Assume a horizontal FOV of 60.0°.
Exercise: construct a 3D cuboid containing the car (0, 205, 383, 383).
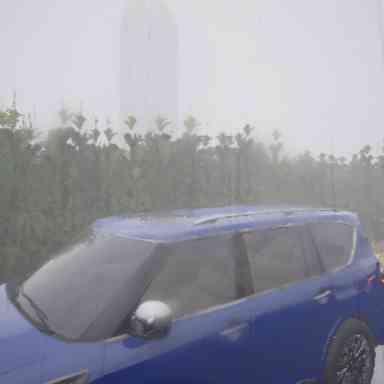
[{"bbox_3d":[-0.204,1.211,3.353,5.566,2.045,2.150,-1,0,-35],"label":"car"}]
